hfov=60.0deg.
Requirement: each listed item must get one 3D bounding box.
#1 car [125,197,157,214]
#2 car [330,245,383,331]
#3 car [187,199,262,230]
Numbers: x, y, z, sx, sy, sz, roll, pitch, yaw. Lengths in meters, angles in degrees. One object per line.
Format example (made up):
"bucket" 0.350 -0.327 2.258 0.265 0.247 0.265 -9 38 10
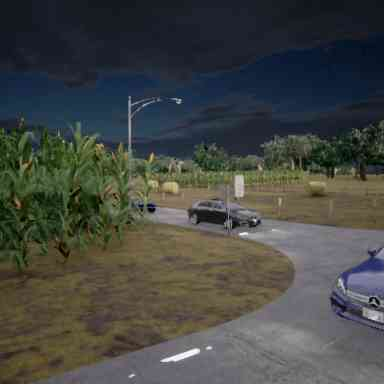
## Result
"car" -4.712 1.057 27.396 1.895 1.301 4.718 -1 2 -35
"car" 4.518 1.496 6.171 4.674 1.442 1.812 -1 0 -35
"car" 1.681 1.167 18.554 1.837 1.490 4.892 -1 1 -38
